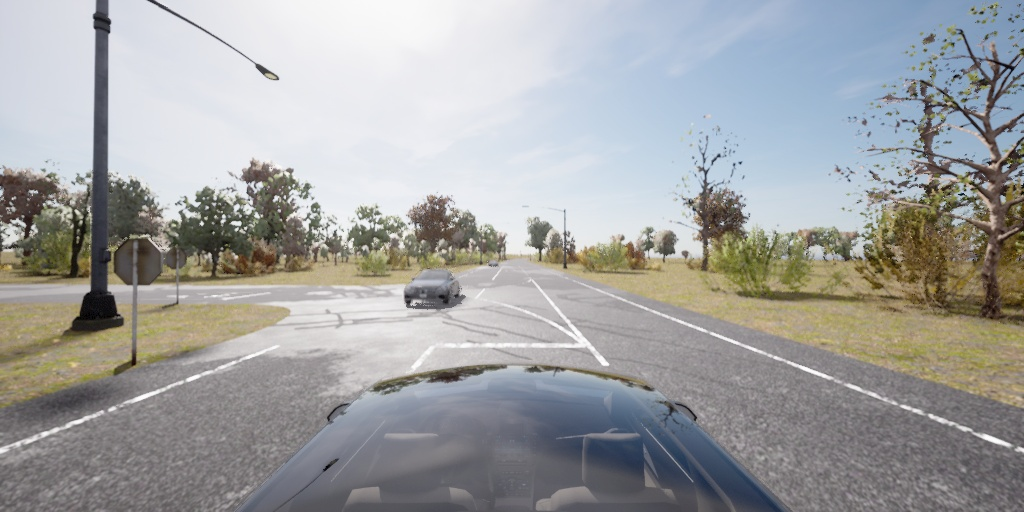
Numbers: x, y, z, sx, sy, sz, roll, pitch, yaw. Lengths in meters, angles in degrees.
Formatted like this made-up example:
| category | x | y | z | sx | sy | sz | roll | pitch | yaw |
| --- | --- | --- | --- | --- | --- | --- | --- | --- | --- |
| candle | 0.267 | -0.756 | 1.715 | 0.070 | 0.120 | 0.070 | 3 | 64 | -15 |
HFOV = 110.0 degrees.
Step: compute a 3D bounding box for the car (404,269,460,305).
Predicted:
| category | x | y | z | sx | sy | sz | roll | pitch | yaw |
| --- | --- | --- | --- | --- | --- | --- | --- | --- | --- |
| car | -3.509 | 1.329 | 16.487 | 1.812 | 1.442 | 4.674 | 0 | 0 | 0 |
